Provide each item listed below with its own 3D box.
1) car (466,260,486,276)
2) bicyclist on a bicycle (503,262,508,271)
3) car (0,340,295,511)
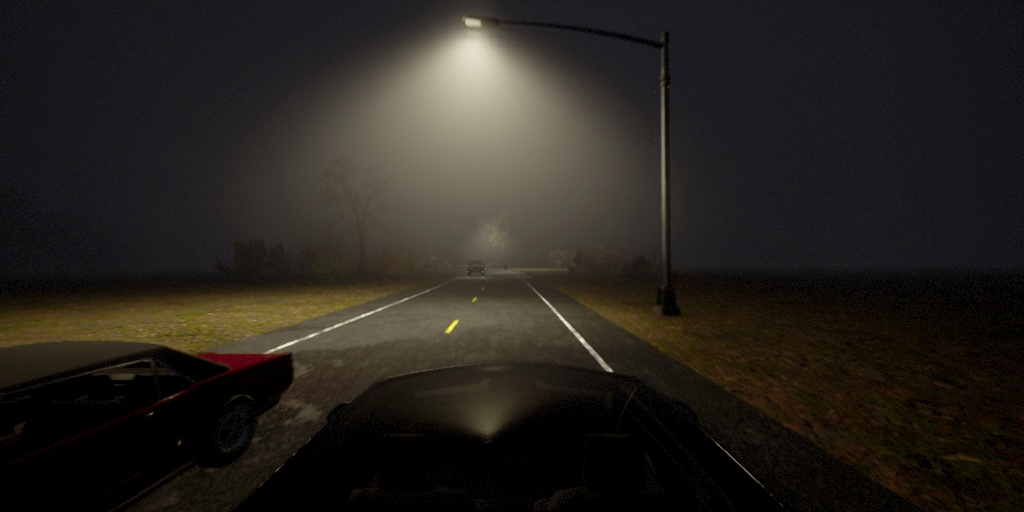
[{"bbox_3d":[-4.583,1.509,45.945,2.150,2.045,5.566,0,-1,-2],"label":"car"},{"bbox_3d":[-1.061,1.933,65.058,0.866,1.612,1.509,0,-1,-4],"label":"bicyclist on a bicycle"},{"bbox_3d":[-3.608,1.360,2.173,1.895,1.301,4.718,0,-1,0],"label":"car"}]
